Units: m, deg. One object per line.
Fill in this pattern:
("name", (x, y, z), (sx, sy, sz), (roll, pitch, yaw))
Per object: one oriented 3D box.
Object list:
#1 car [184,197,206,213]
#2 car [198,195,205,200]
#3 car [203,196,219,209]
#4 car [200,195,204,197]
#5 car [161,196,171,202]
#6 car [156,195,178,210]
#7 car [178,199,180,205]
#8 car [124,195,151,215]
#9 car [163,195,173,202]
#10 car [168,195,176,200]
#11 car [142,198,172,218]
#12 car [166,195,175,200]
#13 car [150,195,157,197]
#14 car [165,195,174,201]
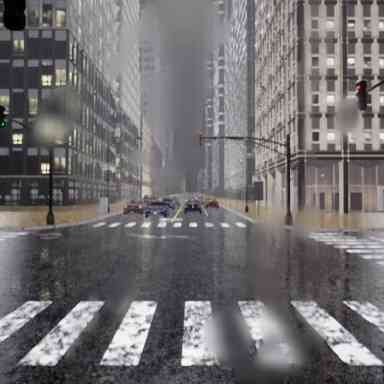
("car", (0.094, 1.532, 36.133), (2.033, 1.411, 5.357), (0, 0, 0))
("car", (2.688, 1.508, 95.204), (1.887, 1.381, 4.507), (1, 0, 0))
("car", (2.696, 1.563, 45.008), (1.802, 1.307, 4.206), (1, 0, 0))
("car", (2.696, 1.502, 56.333), (1.752, 1.417, 4.829), (1, 0, 0))
("car", (-5.688, 1.515, 72.820), (1.887, 1.381, 4.507), (1, 0, 0))
("car", (-3.101, 1.485, 42.001), (1.837, 1.490, 4.892), (0, 1, 0))
("car", (-3.079, 1.524, 56.697), (2.033, 1.411, 5.357), (0, 0, 0))
("car", (-5.679, 1.426, 33.794), (1.967, 1.590, 4.097), (1, 0, 0))
("car", (-5.689, 1.519, 78.395), (2.008, 1.369, 4.403), (1, 0, 0))
("car", (-5.692, 1.529, 95.121), (1.947, 1.339, 4.313), (1, 0, 0))
("car", (-3.103, 1.513, 30.328), (1.812, 1.442, 4.674), (0, 0, 0))
("car", (-5.691, 1.515, 89.546), (2.008, 1.369, 4.403), (1, 0, 0))
("car", (-5.679, 1.296, 44.944), (2.192, 1.841, 5.009), (1, 0, 0))
("car", (-5.690, 1.511, 83.970), (1.887, 1.381, 4.507), (1, 0, 0))
